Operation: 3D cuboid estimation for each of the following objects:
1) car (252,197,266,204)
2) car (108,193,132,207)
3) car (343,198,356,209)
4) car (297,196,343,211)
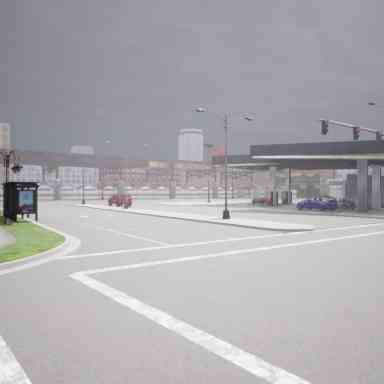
[{"bbox_3d":[12.608,1.601,61.370,1.895,1.301,4.718,0,0,29],"label":"car"},{"bbox_3d":[-11.263,1.221,52.035,2.150,2.045,5.566,0,0,-35],"label":"car"},{"bbox_3d":[18.580,1.456,42.226,1.970,1.475,3.806,0,0,-35],"label":"car"},{"bbox_3d":[14.306,1.295,38.312,2.242,1.667,4.611,0,0,-35],"label":"car"}]
